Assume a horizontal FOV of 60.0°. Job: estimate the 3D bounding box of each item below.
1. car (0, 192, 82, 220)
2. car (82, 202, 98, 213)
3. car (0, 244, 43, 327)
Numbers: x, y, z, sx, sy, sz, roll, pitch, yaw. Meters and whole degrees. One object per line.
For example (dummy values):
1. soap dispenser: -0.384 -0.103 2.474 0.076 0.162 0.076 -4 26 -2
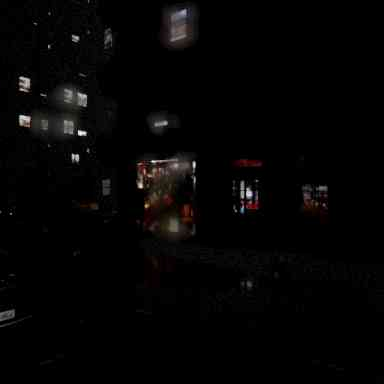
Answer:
1. car: -11.555 1.015 25.088 2.150 2.045 5.566 0 0 35
2. car: -10.904 1.249 30.513 1.752 1.417 4.829 1 1 35
3. car: -4.463 1.551 6.069 4.403 1.369 2.008 0 0 36
